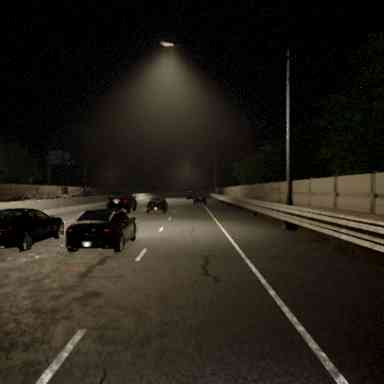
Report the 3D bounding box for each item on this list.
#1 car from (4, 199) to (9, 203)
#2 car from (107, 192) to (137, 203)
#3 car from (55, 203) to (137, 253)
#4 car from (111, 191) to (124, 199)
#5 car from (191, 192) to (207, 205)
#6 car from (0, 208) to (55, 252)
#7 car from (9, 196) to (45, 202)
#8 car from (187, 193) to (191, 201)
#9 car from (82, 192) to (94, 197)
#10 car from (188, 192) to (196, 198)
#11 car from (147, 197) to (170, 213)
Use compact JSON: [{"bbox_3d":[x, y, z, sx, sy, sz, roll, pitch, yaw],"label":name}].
[{"bbox_3d":[-21.088,1.248,40.662,1.837,1.490,4.892,0,0,0],"label":"car"},{"bbox_3d":[-6.899,1.005,33.049,2.150,2.045,5.566,0,0,0],"label":"car"},{"bbox_3d":[-3.400,1.411,13.164,1.837,1.490,4.892,0,0,0],"label":"car"},{"bbox_3d":[-17.498,0.644,78.629,2.097,1.767,4.553,0,0,0],"label":"car"},{"bbox_3d":[1.226,1.043,51.684,2.097,1.767,4.553,0,0,0],"label":"car"},{"bbox_3d":[-6.899,1.382,13.487,1.882,1.535,5.008,0,0,0],"label":"car"},{"bbox_3d":[-17.597,1.309,37.062,2.033,1.411,5.357,0,0,0],"label":"car"},{"bbox_3d":[0.002,0.879,68.927,2.097,1.767,4.553,0,0,0],"label":"car"},{"bbox_3d":[-24.498,0.788,78.599,1.837,1.490,4.892,0,0,0],"label":"car"},{"bbox_3d":[0.003,0.860,87.709,1.882,1.535,5.008,0,0,0],"label":"car"},{"bbox_3d":[-3.399,1.286,33.567,1.837,1.490,4.892,0,0,0],"label":"car"}]
